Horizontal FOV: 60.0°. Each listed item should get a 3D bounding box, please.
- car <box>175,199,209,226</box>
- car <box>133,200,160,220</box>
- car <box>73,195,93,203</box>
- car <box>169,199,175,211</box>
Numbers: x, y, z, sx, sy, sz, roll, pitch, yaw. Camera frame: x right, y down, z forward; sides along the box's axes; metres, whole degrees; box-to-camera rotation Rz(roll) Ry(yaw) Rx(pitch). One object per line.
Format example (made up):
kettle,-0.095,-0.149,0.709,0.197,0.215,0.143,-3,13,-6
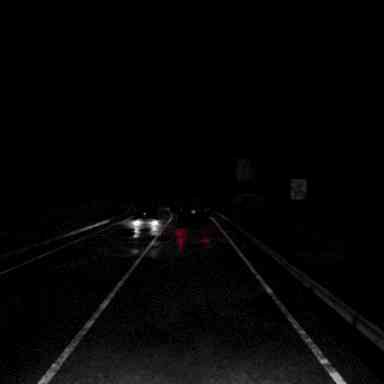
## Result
car,0.083,1.334,23.621,2.097,1.767,4.553,0,0,0
car,-3.793,1.483,28.351,1.837,1.490,4.892,0,0,-3
car,-21.419,1.326,65.323,4.674,1.442,1.812,1,0,34
car,-1.626,1.539,41.349,1.994,1.385,4.181,0,0,-11
